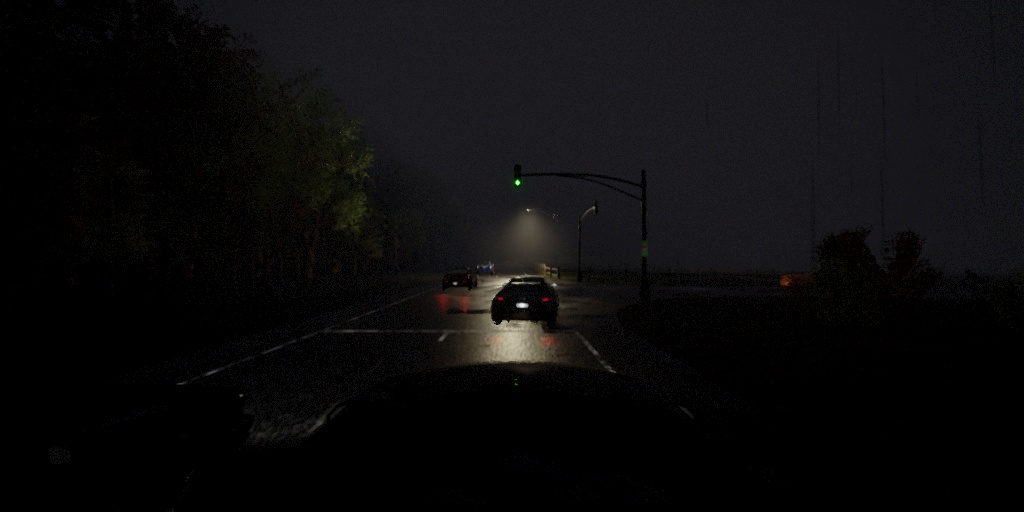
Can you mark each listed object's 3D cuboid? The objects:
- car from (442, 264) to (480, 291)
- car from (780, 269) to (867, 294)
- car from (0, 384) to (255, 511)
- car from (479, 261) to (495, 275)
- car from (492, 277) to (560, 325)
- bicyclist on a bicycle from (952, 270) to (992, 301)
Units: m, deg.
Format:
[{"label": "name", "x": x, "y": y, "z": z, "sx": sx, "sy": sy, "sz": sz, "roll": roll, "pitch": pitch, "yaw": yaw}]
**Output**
[{"label": "car", "x": -3.385, "y": 1.461, "z": 23.701, "sx": 1.812, "sy": 1.442, "sz": 4.674, "roll": 0, "pitch": 0, "yaw": 0}, {"label": "car", "x": 20.048, "y": 1.614, "z": 22.895, "sx": 5.008, "sy": 1.535, "sz": 1.882, "roll": 1, "pitch": -1, "yaw": 0}, {"label": "car", "x": -3.401, "y": 1.291, "z": 0.951, "sx": 2.033, "sy": 1.411, "sz": 5.357, "roll": 0, "pitch": 0, "yaw": 0}, {"label": "car", "x": -3.370, "y": 1.471, "z": 46.039, "sx": 2.097, "sy": 1.767, "sz": 4.553, "roll": 0, "pitch": 0, "yaw": 0}, {"label": "car", "x": 0.582, "y": 1.404, "z": 12.276, "sx": 1.994, "sy": 1.385, "sz": 4.181, "roll": 0, "pitch": 0, "yaw": 8}, {"label": "bicyclist on a bicycle", "x": 24.313, "y": 1.551, "z": 18.976, "sx": 0.582, "sy": 1.620, "sz": 1.656, "roll": 1, "pitch": -1, "yaw": 0}]
